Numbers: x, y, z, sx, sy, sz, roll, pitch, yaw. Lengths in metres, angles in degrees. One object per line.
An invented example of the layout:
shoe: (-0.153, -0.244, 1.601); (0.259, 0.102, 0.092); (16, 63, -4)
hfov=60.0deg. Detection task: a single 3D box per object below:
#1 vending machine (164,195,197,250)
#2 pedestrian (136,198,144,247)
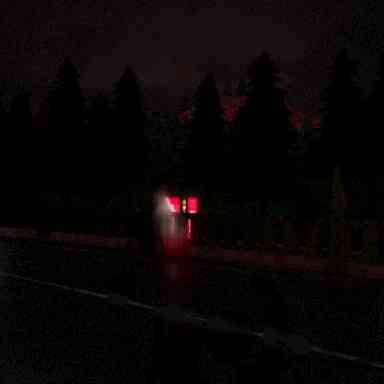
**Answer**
vending machine: (-0.438, 1.195, 13.472); (0.880, 2.100, 1.100); (0, 0, 31)
pedestrian: (-1.935, 1.141, 12.667); (0.375, 1.860, 0.375); (0, 0, 31)
